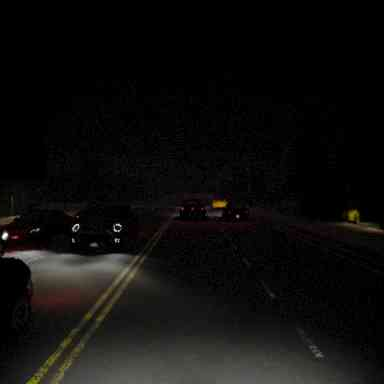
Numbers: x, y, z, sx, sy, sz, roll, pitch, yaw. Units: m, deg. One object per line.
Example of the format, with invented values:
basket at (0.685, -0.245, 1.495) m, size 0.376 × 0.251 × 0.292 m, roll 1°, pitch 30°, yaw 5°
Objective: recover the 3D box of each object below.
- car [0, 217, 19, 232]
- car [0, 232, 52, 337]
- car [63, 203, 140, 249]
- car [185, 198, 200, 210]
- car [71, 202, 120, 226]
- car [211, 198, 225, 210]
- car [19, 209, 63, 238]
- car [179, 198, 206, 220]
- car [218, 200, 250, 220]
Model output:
car at (-7.101, 1.507, 9.270) m, size 1.837 × 1.490 × 4.892 m, roll 0°, pitch 0°, yaw 0°
car at (-3.600, 1.526, 3.953) m, size 1.812 × 1.442 × 4.674 m, roll 0°, pitch 0°, yaw 0°
car at (-3.594, 1.354, 14.450) m, size 2.097 × 1.767 × 4.553 m, roll 0°, pitch 0°, yaw 0°
car at (0.046, 1.505, 42.333) m, size 1.837 × 1.490 × 4.892 m, roll 0°, pitch -1°, yaw 0°
car at (-7.042, 1.550, 24.948) m, size 2.033 × 1.411 × 5.357 m, roll 0°, pitch 0°, yaw 1°
car at (3.552, 1.480, 43.969) m, size 1.882 × 1.535 × 5.008 m, roll 0°, pitch 0°, yaw 0°
car at (-7.008, 1.528, 15.511) m, size 1.812 × 1.442 × 4.674 m, roll 0°, pitch 0°, yaw 0°
car at (0.061, 1.354, 27.956) m, size 2.097 × 1.767 × 4.553 m, roll 0°, pitch 0°, yaw 0°
car at (3.562, 1.603, 28.048) m, size 1.895 × 1.301 × 4.718 m, roll 0°, pitch 0°, yaw 0°
